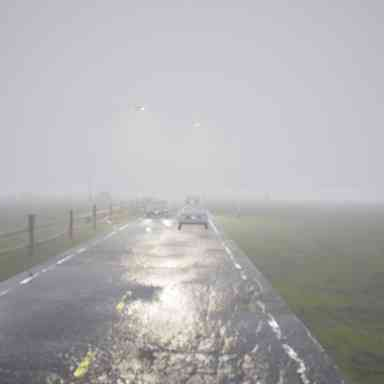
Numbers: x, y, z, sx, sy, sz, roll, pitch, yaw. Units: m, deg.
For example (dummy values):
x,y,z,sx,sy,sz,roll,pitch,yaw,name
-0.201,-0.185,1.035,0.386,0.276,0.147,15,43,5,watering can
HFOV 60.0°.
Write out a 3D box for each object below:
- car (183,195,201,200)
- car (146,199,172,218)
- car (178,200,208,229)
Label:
x,y,z,sx,sy,sz,roll,pitch,yaw,name
0.021,1.171,39.151,2.097,1.767,4.553,0,0,0,car
-2.802,1.376,28.610,1.837,1.490,4.892,0,0,0,car
0.061,1.453,20.982,2.033,1.411,5.357,0,0,0,car
